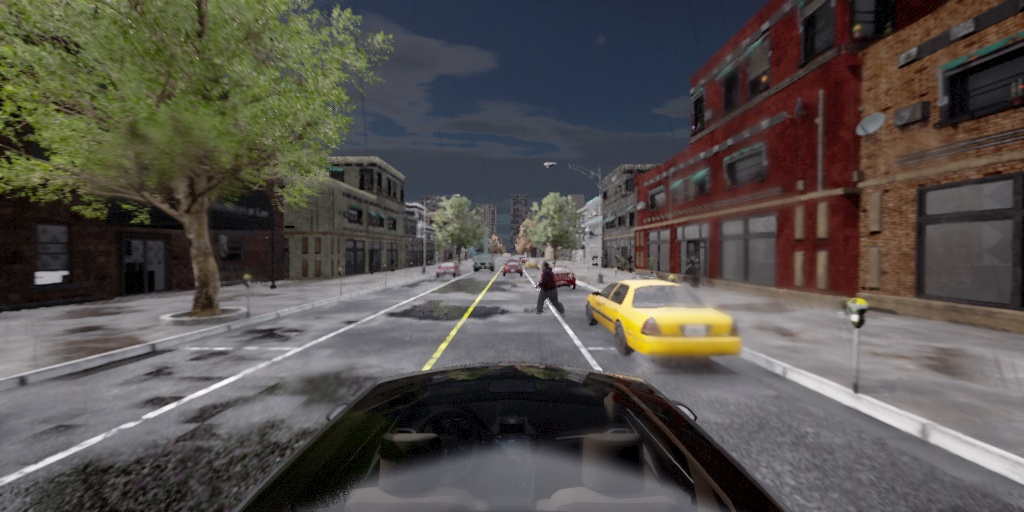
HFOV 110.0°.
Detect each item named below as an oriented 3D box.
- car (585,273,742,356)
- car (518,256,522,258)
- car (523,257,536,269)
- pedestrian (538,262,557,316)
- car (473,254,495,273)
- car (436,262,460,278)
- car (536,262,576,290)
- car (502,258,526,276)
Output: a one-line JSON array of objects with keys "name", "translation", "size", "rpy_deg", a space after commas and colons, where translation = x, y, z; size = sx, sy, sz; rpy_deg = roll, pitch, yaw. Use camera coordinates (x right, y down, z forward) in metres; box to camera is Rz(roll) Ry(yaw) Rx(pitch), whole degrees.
[{"name": "car", "translation": [2.999, 1.178, 8.428], "size": [1.801, 1.575, 5.366], "rpy_deg": [0, 0, 0]}, {"name": "car", "translation": [0.046, 1.115, 49.367], "size": [1.994, 1.385, 4.181], "rpy_deg": [0, 0, 1]}, {"name": "car", "translation": [2.689, 1.077, 49.271], "size": [1.751, 1.417, 4.829], "rpy_deg": [0, 0, 0]}, {"name": "pedestrian", "translation": [1.130, 1.005, 11.315], "size": [0.375, 1.860, 0.375], "rpy_deg": [-1, 1, -3]}, {"name": "car", "translation": [-3.093, 0.808, 40.820], "size": [2.150, 2.045, 5.566], "rpy_deg": [0, 0, 0]}, {"name": "car", "translation": [-5.690, 1.203, 32.468], "size": [1.802, 1.307, 4.207], "rpy_deg": [0, 0, 0]}, {"name": "car", "translation": [2.691, 1.213, 21.381], "size": [1.888, 1.381, 4.507], "rpy_deg": [0, 0, 0]}, {"name": "car", "translation": [0.083, 1.139, 34.318], "size": [1.812, 1.442, 4.674], "rpy_deg": [0, 0, 0]}]
